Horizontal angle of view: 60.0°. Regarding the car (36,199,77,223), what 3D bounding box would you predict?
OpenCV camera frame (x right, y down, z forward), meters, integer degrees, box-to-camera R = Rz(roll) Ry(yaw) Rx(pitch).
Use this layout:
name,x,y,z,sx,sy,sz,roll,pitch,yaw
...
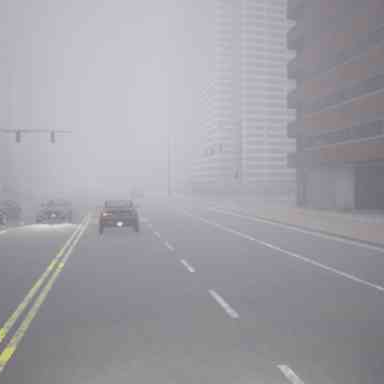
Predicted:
name,x,y,z,sx,sy,sz,roll,pitch,yaw
car,-8.458,1.136,21.079,1.994,1.385,4.181,-1,2,-14

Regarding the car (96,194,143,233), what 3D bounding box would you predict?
name,x,y,z,sx,sy,sz,roll,pitch,yaw
car,-3.751,1.099,16.980,1.837,1.490,4.892,-1,1,-14

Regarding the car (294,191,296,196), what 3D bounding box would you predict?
name,x,y,z,sx,sy,sz,roll,pitch,yaw
car,18.173,0.030,51.126,5.008,1.535,1.882,-1,2,-14

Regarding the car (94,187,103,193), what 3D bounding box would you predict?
name,x,y,z,sx,sy,sz,roll,pitch,yaw
car,-24.964,-0.569,88.633,2.128,1.511,4.902,-1,2,-14

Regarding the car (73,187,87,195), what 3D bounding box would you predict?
name,x,y,z,sx,sy,sz,roll,pitch,yaw
car,-24.661,-0.120,72.651,1.994,1.385,4.181,-1,2,-14

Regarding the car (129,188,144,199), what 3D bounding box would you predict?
name,x,y,z,sx,sy,sz,roll,pitch,yaw
car,-8.705,0.087,51.974,2.097,1.767,4.553,-1,2,-14

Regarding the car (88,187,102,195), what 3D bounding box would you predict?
name,x,y,z,sx,sy,sz,roll,pitch,yaw
car,-21.261,-0.180,73.480,2.033,1.411,5.357,-1,2,-14

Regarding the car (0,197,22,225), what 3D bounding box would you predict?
name,x,y,z,sx,sy,sz,roll,pitch,yaw
car,-11.858,1.096,20.247,1.882,1.535,5.008,-1,2,-14
